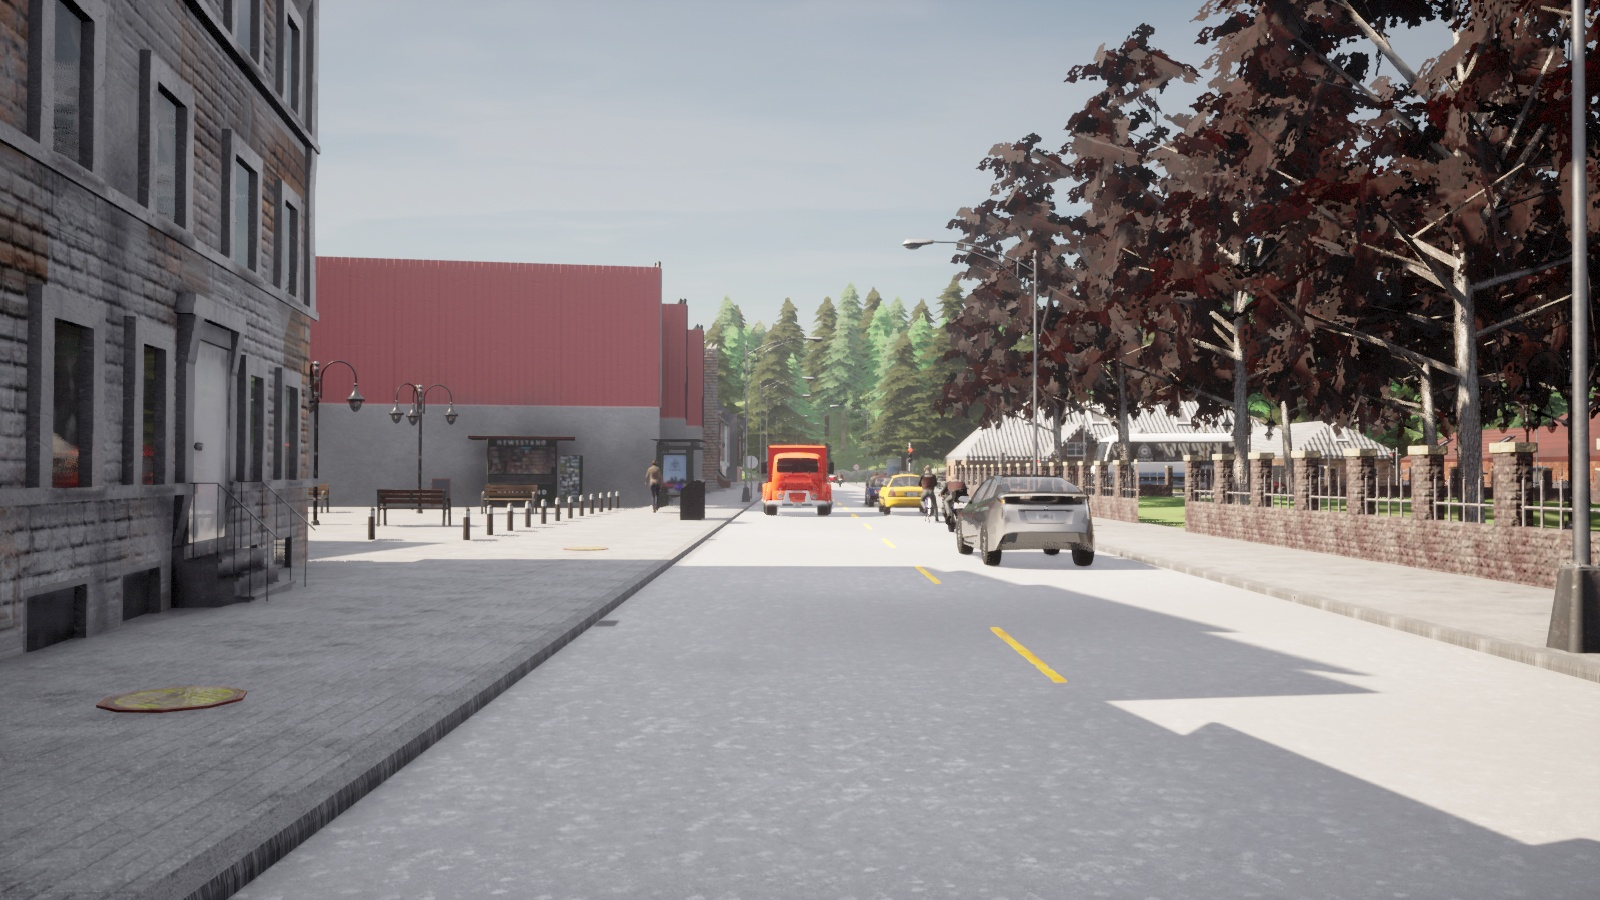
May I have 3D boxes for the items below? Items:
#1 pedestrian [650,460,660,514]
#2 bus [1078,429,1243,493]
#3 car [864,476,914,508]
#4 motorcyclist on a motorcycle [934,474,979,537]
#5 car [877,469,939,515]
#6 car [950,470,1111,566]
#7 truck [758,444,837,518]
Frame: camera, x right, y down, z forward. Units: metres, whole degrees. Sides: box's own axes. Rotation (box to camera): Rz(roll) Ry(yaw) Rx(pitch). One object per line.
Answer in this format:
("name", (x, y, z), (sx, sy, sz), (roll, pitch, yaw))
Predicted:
("pedestrian", (-4.949, 1.258, 42.950), (0.328, 1.805, 0.869), (0, -1, -6))
("bus", (24.868, 0.797, 87.054), (10.273, 4.253, 3.944), (0, -1, 0))
("car", (3.905, 1.834, 55.799), (1.895, 1.301, 4.718), (0, -1, 0))
("motorcyclist on a motorcycle", (3.931, 1.364, 31.676), (0.866, 1.530, 2.191), (0, -1, 0))
("car", (3.914, 1.511, 46.176), (1.801, 1.575, 5.366), (0, -1, 0))
("car", (3.945, 1.118, 22.252), (2.007, 1.525, 4.514), (0, -1, 0))
("truck", (-0.086, 1.080, 44.884), (2.627, 2.467, 5.204), (0, -1, 0))
